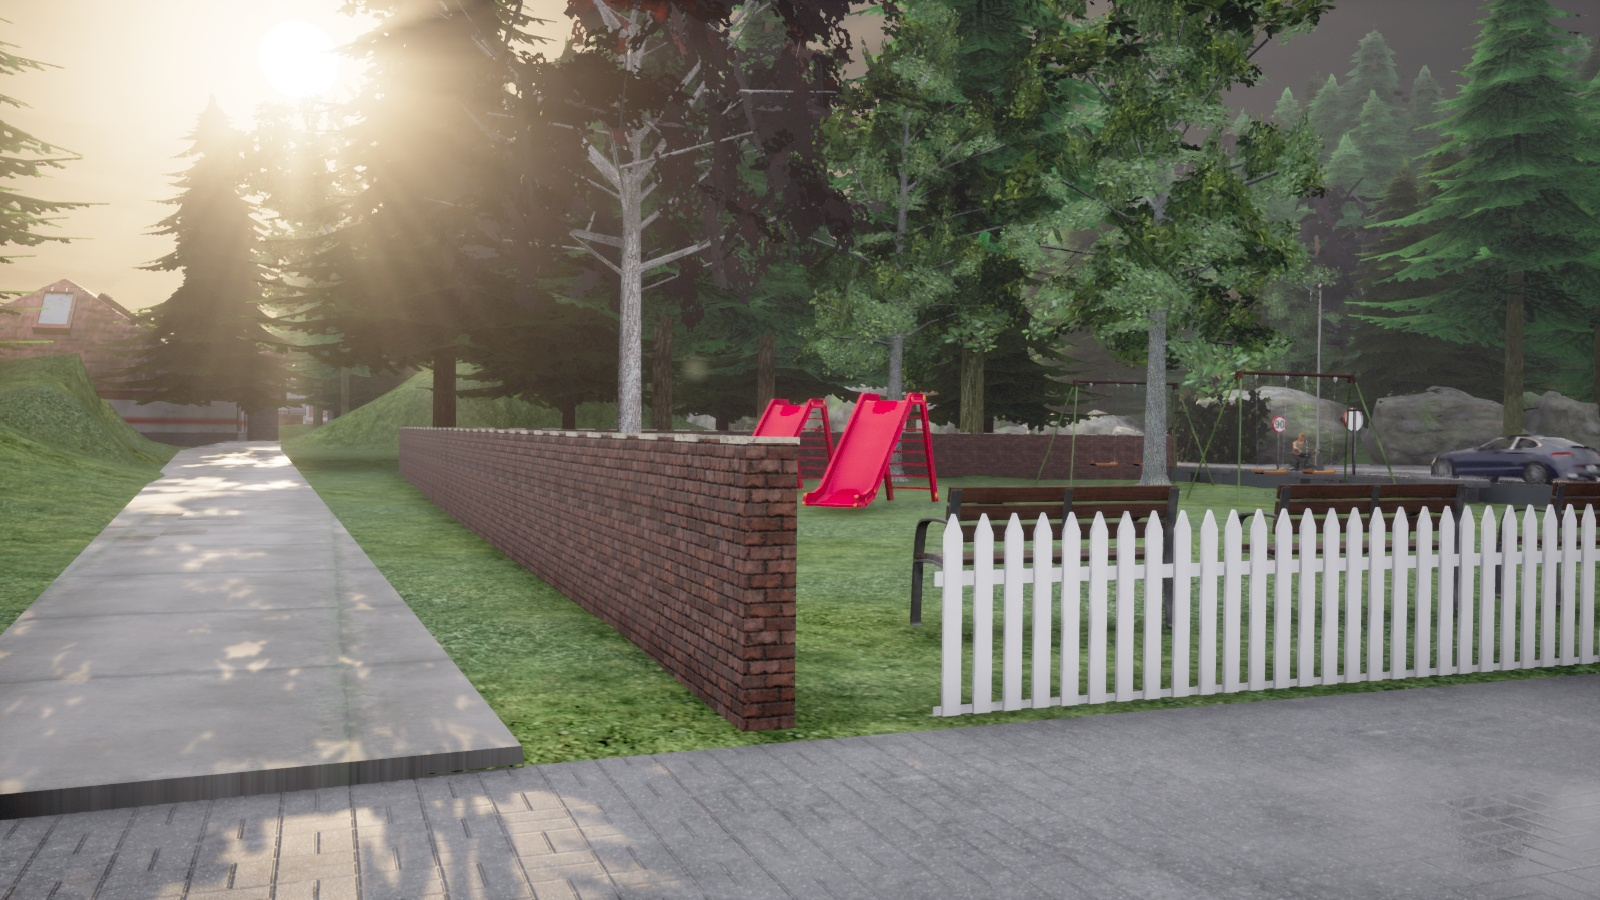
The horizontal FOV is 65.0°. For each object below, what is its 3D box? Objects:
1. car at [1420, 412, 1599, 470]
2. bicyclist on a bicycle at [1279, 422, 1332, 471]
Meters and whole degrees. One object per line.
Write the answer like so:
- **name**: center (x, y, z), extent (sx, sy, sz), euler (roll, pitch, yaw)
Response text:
- **car**: center (22.203, -0.301, 39.184), extent (2.152, 1.651, 5.027), euler (-1, 1, -21)
- **bicyclist on a bicycle**: center (16.874, -0.130, 41.957), extent (0.866, 1.612, 1.509), euler (-1, 1, -21)
